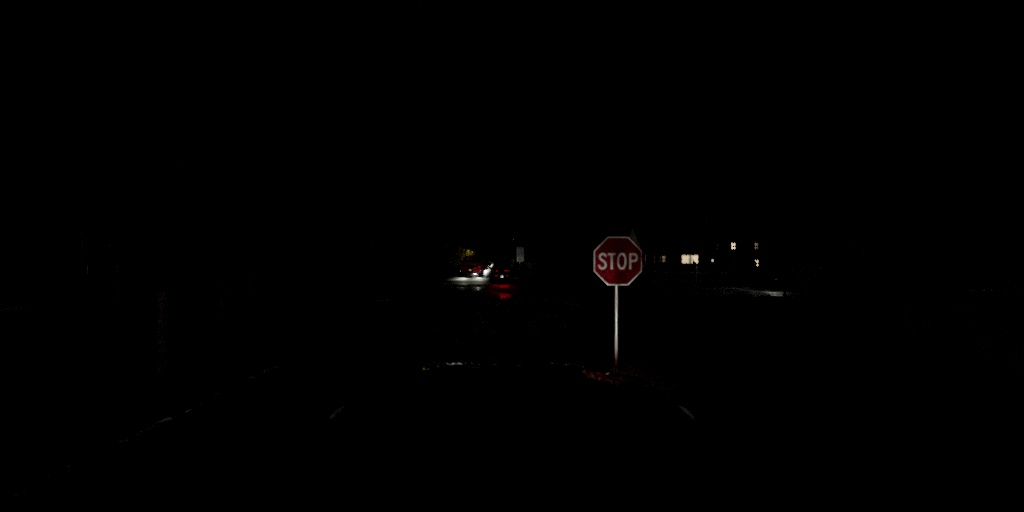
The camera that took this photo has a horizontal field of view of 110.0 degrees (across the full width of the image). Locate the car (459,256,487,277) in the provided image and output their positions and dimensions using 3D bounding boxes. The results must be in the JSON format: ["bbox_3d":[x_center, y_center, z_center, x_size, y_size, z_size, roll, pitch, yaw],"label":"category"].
[{"bbox_3d":[-4.053,0.994,36.680,2.150,2.045,5.566,0,0,-2],"label":"car"}]

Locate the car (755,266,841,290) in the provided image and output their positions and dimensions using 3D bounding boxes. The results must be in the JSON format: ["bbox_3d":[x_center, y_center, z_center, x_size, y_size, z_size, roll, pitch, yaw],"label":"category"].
[{"bbox_3d":[18.695,1.416,23.515,5.008,1.535,1.882,0,0,-3],"label":"car"}]

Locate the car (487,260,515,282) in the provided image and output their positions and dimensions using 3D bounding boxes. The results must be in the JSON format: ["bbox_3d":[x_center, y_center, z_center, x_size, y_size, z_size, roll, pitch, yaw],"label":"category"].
[{"bbox_3d":[-0.823,1.267,28.743,1.837,1.490,4.892,0,0,-2],"label":"car"}]

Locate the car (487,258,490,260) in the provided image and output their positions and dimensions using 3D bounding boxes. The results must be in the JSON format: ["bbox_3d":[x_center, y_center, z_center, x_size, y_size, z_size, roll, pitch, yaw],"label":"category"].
[{"bbox_3d":[-4.609,1.407,53.001,1.895,1.301,4.718,0,0,-2],"label":"car"}]
